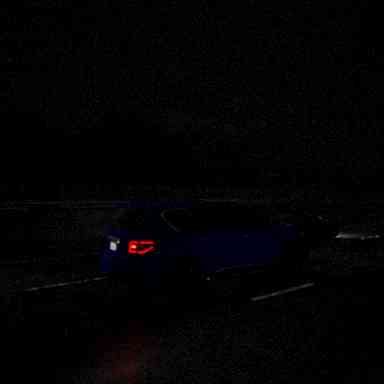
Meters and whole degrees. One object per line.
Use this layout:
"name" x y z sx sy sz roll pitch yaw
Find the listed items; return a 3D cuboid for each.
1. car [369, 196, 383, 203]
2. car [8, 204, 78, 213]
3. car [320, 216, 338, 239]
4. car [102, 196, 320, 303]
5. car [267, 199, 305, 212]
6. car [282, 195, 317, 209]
"car" 29.054 1.559 50.436 5.566 2.045 2.150 1 0 -36
"car" -10.258 1.544 22.474 5.357 1.411 2.033 0 0 -36
"car" 5.175 1.580 16.047 4.181 1.385 1.994 0 0 -36
"car" 0.563 1.219 8.437 5.566 2.045 2.150 0 0 -35
"car" 12.102 1.657 42.735 5.008 1.535 1.882 1 -1 -35
"car" 16.178 1.474 49.922 5.566 2.045 2.150 1 -1 -35
